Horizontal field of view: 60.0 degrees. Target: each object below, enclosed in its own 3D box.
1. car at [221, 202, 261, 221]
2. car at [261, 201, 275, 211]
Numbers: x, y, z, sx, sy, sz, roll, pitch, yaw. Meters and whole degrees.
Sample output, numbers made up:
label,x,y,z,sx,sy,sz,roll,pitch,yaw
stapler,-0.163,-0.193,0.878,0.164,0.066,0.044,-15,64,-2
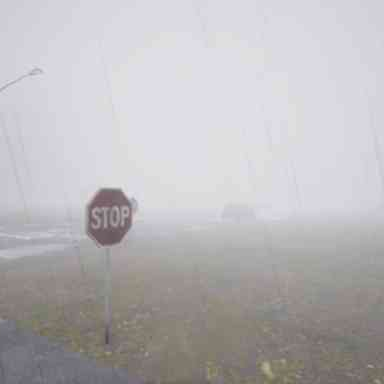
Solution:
label,x,y,z,sx,sy,sz,roll,pitch,yaw
car,4.875,1.922,34.042,2.097,1.767,4.553,0,-1,36
car,12.386,2.338,56.360,1.882,1.535,5.008,0,1,36
